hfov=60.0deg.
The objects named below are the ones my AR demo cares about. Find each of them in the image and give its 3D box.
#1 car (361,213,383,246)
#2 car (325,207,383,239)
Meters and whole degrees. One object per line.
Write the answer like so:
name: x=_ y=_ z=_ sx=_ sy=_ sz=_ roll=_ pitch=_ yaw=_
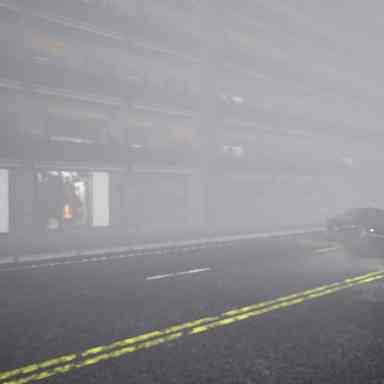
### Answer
car: x=9.690 y=1.704 z=14.593 sx=4.718 sy=1.301 sz=1.895 roll=0 pitch=0 yaw=-36
car: x=9.370 y=1.594 z=18.361 sx=5.008 sy=1.535 sz=1.882 roll=0 pitch=0 yaw=-36
